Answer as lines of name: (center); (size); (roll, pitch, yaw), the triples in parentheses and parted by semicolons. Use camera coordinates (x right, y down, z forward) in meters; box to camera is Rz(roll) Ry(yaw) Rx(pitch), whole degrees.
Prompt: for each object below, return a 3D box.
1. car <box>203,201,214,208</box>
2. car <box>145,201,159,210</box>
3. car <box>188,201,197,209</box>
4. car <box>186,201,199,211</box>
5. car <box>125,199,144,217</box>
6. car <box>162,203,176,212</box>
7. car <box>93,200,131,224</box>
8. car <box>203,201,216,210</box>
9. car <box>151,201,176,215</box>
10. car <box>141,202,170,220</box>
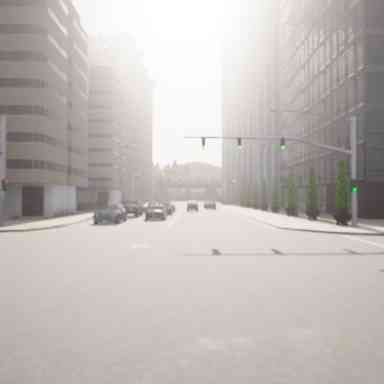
car: (3.498, 2.657, 70.984); (1.994, 1.385, 4.181); (0, -1, 0)
car: (-7.047, 2.436, 59.256); (1.837, 1.490, 4.892); (0, -1, 0)
car: (0.098, 2.538, 66.925); (1.882, 1.535, 5.008); (0, -1, 0)
car: (0.098, 2.378, 54.911); (1.837, 1.490, 4.892); (0, 0, 0)
car: (-7.099, 1.832, 38.864); (2.150, 2.045, 5.566); (0, -1, 0)
car: (-3.581, 2.434, 52.736); (1.895, 1.301, 4.718); (0, -1, 0)
car: (-7.101, 1.812, 29.274); (2.097, 1.767, 4.553); (0, -1, 0)
car: (3.498, 2.497, 62.318); (1.837, 1.490, 4.892); (0, -1, 0)
car: (-3.597, 2.032, 42.973); (2.097, 1.767, 4.553); (0, -1, 0)
car: (-3.601, 2.040, 33.767); (1.837, 1.490, 4.892); (0, -1, 0)
